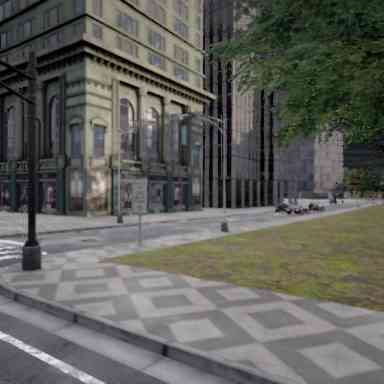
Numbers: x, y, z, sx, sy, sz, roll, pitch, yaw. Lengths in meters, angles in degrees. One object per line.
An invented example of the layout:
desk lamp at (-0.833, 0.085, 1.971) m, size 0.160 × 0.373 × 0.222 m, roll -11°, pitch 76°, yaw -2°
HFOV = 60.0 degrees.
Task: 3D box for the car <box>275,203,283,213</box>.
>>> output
car at (13.894, 2.379, 49.520) m, size 1.994 × 1.385 × 4.181 m, roll 0°, pitch 0°, yaw 34°

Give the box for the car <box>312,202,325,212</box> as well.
car at (19.638, 2.395, 52.660) m, size 1.837 × 1.490 × 4.892 m, roll 0°, pitch 0°, yaw 34°

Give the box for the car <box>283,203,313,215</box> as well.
car at (14.198, 2.382, 44.511) m, size 1.895 × 1.301 × 4.718 m, roll 0°, pitch -1°, yaw 35°
